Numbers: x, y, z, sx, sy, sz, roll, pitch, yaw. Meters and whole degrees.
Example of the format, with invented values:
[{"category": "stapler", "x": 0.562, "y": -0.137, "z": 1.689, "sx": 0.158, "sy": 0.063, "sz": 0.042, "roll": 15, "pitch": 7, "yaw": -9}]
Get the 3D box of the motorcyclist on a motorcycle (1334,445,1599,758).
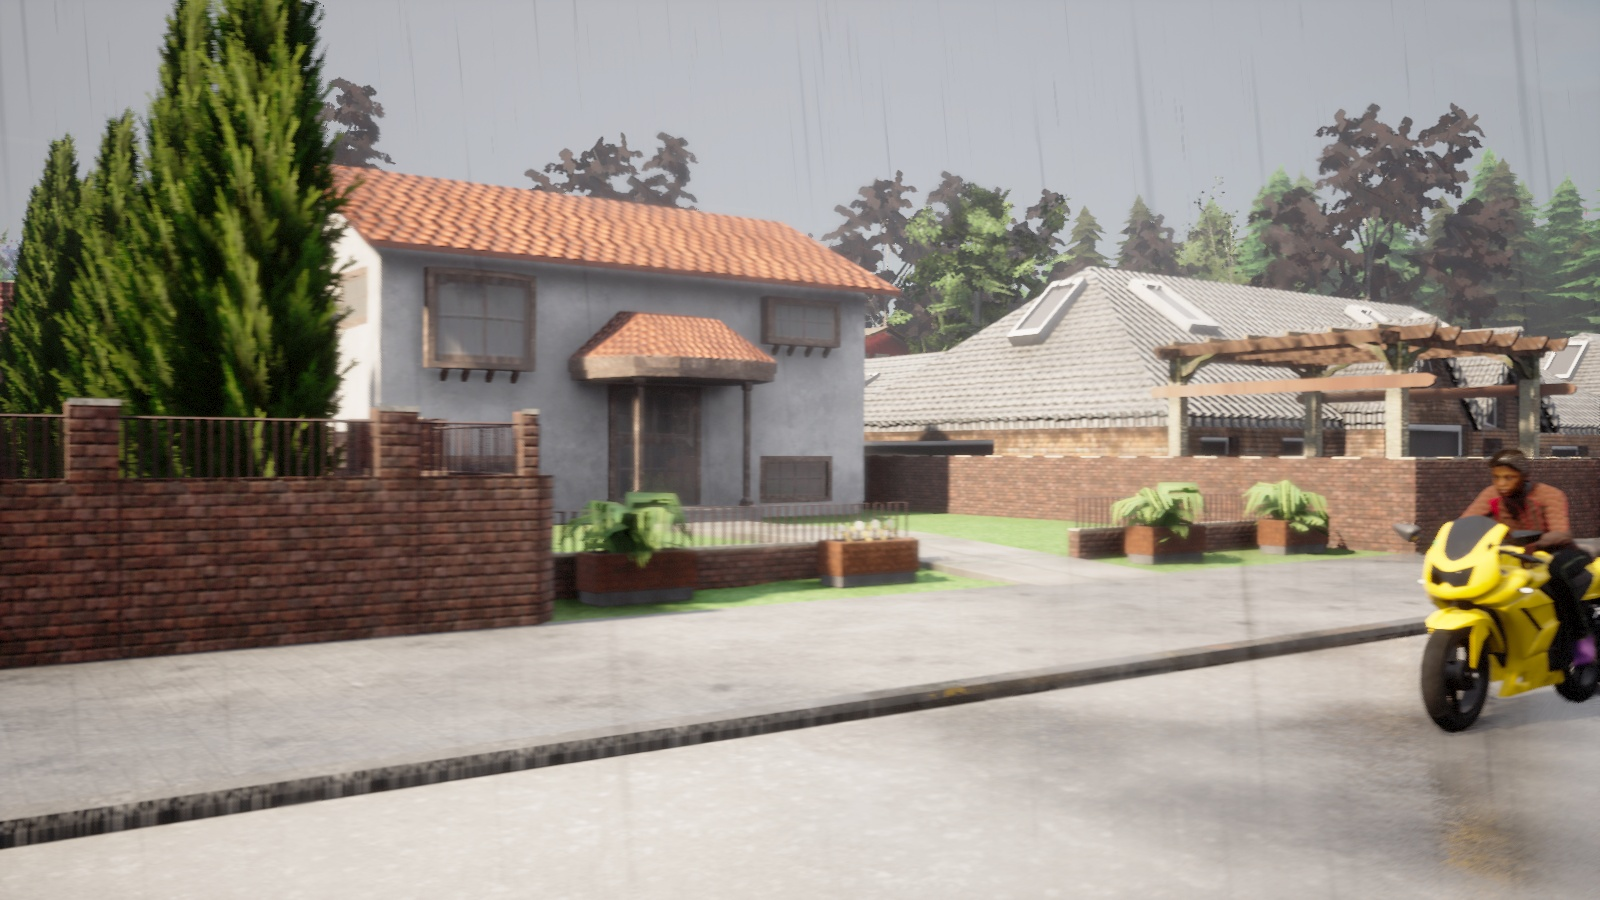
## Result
[{"category": "motorcyclist on a motorcycle", "x": 3.945, "y": 0.736, "z": 7.014, "sx": 2.044, "sy": 1.523, "sz": 0.797, "roll": 0, "pitch": 0, "yaw": -35}]
